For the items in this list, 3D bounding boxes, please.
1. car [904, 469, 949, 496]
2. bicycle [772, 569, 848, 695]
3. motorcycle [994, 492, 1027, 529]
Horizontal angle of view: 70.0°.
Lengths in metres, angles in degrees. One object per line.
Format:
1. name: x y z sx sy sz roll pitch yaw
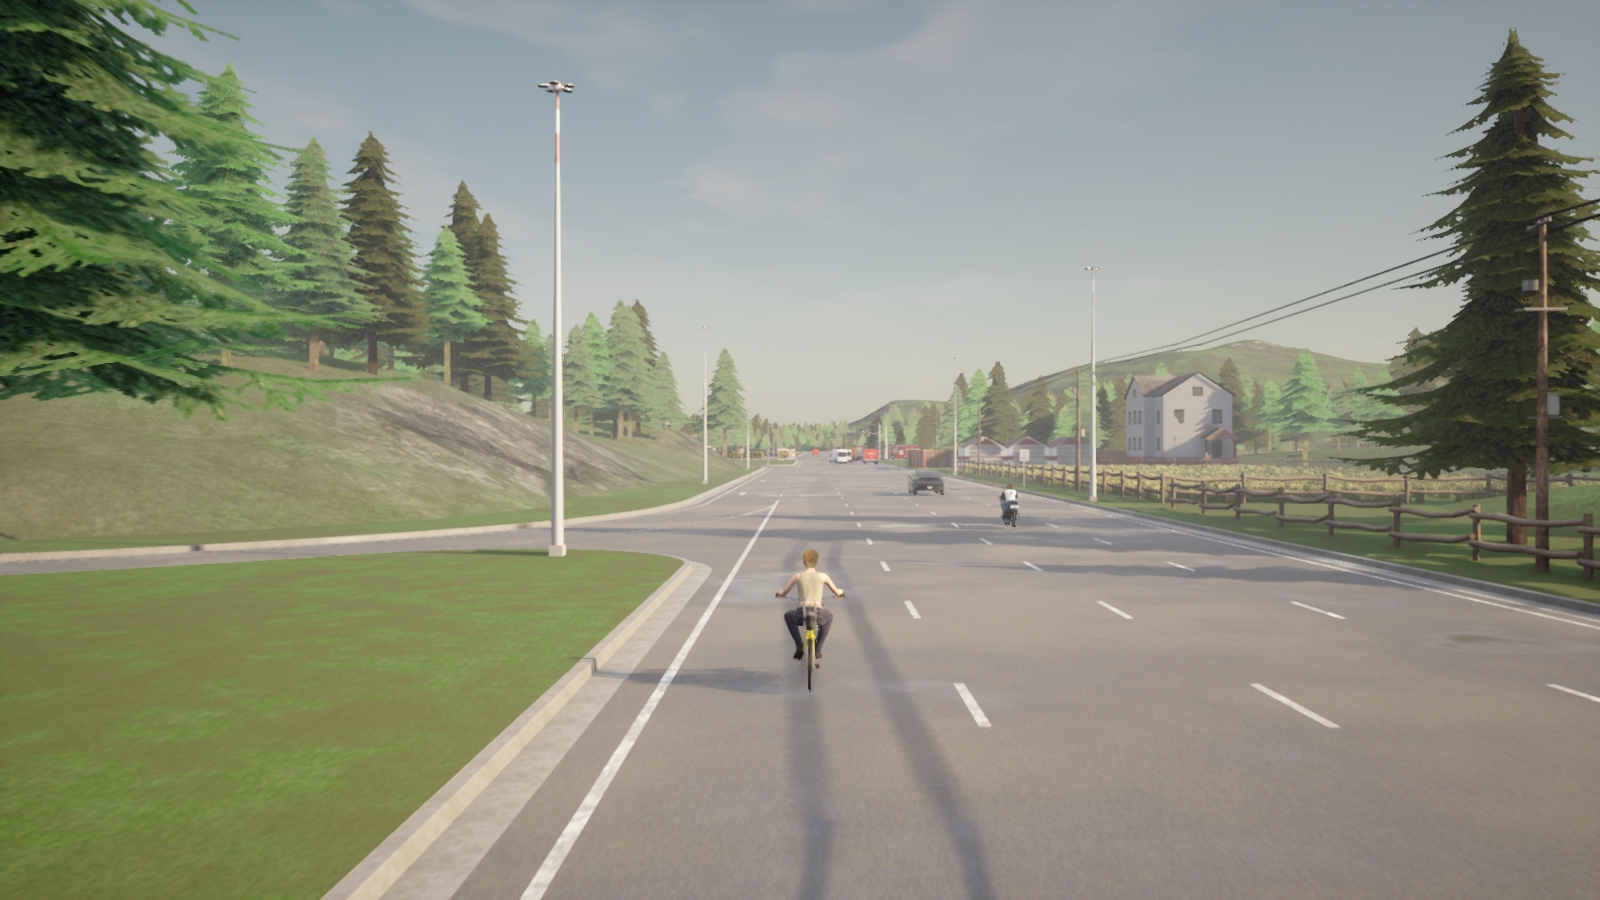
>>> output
1. car: 7.673 1.947 69.673 2.231 1.480 4.892 0 0 1
2. bicycle: 0.122 2.133 13.654 0.859 1.276 1.487 0 0 1
3. motorcycle: 7.392 2.119 40.273 0.803 1.199 2.033 0 0 1
